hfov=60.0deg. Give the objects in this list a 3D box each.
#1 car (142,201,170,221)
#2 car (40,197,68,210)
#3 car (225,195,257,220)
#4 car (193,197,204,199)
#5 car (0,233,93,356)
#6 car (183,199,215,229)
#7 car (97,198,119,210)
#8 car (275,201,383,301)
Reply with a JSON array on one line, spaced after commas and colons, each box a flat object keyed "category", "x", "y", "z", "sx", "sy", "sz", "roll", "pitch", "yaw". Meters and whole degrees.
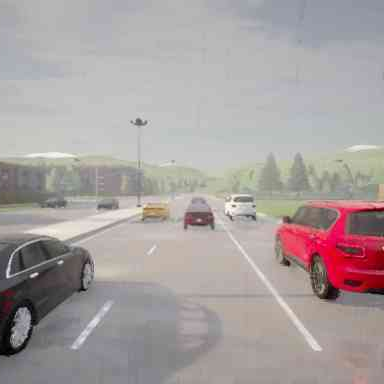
[{"category": "car", "x": -2.946, "y": 1.493, "z": 27.787, "sx": 1.882, "sy": 1.535, "sz": 5.008, "roll": 0, "pitch": 0, "yaw": 1}, {"category": "car", "x": -17.781, "y": 1.400, "z": 43.081, "sx": 1.882, "sy": 1.535, "sz": 5.008, "roll": 0, "pitch": 0, "yaw": 1}, {"category": "car", "x": 4.062, "y": 1.248, "z": 28.254, "sx": 2.150, "sy": 2.045, "sz": 5.566, "roll": 0, "pitch": 0, "yaw": 1}, {"category": "car", "x": 0.794, "y": 1.381, "z": 41.531, "sx": 2.097, "sy": 1.767, "sz": 4.553, "roll": 0, "pitch": 0, "yaw": 1}, {"category": "car", "x": -3.276, "y": 1.504, "z": 6.031, "sx": 1.837, "sy": 1.490, "sz": 4.892, "roll": 0, "pitch": 0, "yaw": 0}, {"category": "car", "x": 0.456, "y": 1.494, "z": 21.870, "sx": 1.882, "sy": 1.535, "sz": 5.008, "roll": 0, "pitch": 0, "yaw": 1}, {"category": "car", "x": -10.783, "y": 1.519, "z": 42.958, "sx": 1.882, "sy": 1.535, "sz": 5.008, "roll": 0, "pitch": 0, "yaw": 1}, {"category": "car", "x": 3.728, "y": 1.233, "z": 8.494, "sx": 2.150, "sy": 2.045, "sz": 5.566, "roll": 0, "pitch": 0, "yaw": 1}]
